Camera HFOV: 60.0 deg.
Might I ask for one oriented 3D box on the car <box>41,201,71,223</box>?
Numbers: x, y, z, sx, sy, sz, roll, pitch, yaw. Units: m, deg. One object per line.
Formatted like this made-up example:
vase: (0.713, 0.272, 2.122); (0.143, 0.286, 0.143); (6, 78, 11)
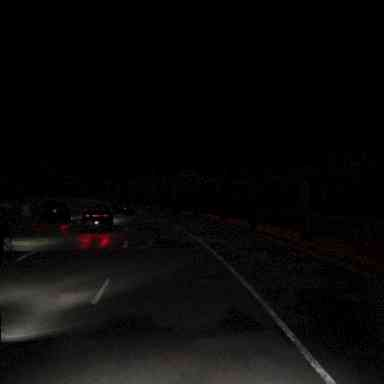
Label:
car: (-11.655, 1.600, 28.759); (2.097, 1.767, 4.553); (0, 0, -17)

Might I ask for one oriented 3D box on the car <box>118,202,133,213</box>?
car: (-8.627, 1.897, 41.433); (1.994, 1.385, 4.181); (0, -1, -20)

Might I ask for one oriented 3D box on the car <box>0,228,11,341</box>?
car: (-3.644, 1.384, 2.785); (2.097, 1.767, 4.553); (0, 0, -2)

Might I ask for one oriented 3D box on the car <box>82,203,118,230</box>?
car: (-6.303, 1.678, 22.485); (2.128, 1.511, 4.902); (0, 0, -13)

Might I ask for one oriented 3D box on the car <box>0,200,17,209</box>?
car: (-25.216, 1.936, 45.471); (1.812, 1.442, 4.674); (0, 0, -20)
